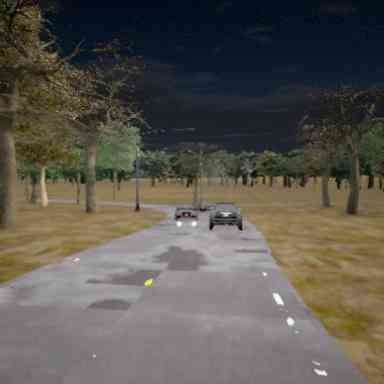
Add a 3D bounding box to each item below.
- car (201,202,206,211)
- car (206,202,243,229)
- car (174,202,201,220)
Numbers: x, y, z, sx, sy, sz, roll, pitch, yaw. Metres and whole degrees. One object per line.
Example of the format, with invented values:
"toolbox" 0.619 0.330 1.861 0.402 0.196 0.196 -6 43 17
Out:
"car" 1.590 1.957 42.897 1.895 1.301 4.718 0 -1 -8
"car" 2.245 1.458 22.481 2.097 1.767 4.553 0 0 5
"car" -0.439 1.728 29.374 1.994 1.385 4.181 0 -1 1
